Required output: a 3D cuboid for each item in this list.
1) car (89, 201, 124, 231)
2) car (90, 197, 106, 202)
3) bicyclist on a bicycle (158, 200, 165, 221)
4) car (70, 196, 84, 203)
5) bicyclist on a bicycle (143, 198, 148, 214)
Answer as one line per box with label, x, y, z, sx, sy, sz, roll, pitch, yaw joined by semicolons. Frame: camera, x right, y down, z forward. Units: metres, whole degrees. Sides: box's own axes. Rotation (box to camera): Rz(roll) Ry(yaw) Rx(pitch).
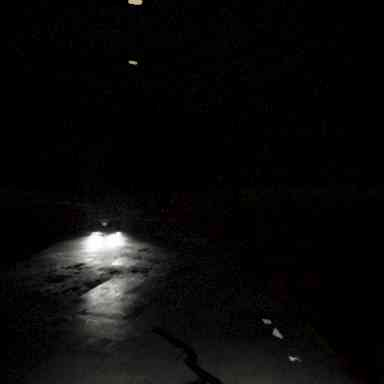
car;-5.500;1.580;21.481;2.128;1.511;4.902;0;0;-12
car;-16.492;1.614;58.613;2.033;1.411;5.357;-1;0;-30
bicyclist on a bicycle;-2.288;1.418;25.339;0.582;1.620;1.656;-1;0;-13
car;-24.134;1.596;69.831;1.812;1.442;4.674;-1;0;-38
bicyclist on a bicycle;-4.833;1.462;34.493;0.582;1.620;1.656;-1;0;-17
